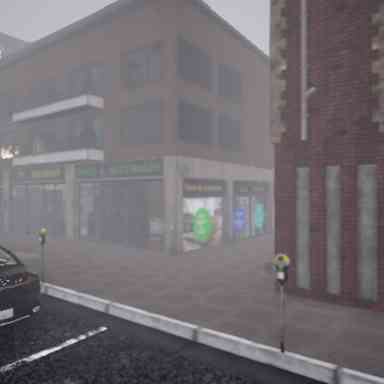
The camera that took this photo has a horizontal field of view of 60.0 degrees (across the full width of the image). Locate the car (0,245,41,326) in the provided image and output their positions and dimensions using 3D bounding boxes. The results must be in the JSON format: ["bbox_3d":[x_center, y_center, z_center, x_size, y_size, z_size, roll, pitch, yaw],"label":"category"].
[{"bbox_3d":[-4.516,1.554,6.097,4.403,1.369,2.008,0,0,36],"label":"car"}]
